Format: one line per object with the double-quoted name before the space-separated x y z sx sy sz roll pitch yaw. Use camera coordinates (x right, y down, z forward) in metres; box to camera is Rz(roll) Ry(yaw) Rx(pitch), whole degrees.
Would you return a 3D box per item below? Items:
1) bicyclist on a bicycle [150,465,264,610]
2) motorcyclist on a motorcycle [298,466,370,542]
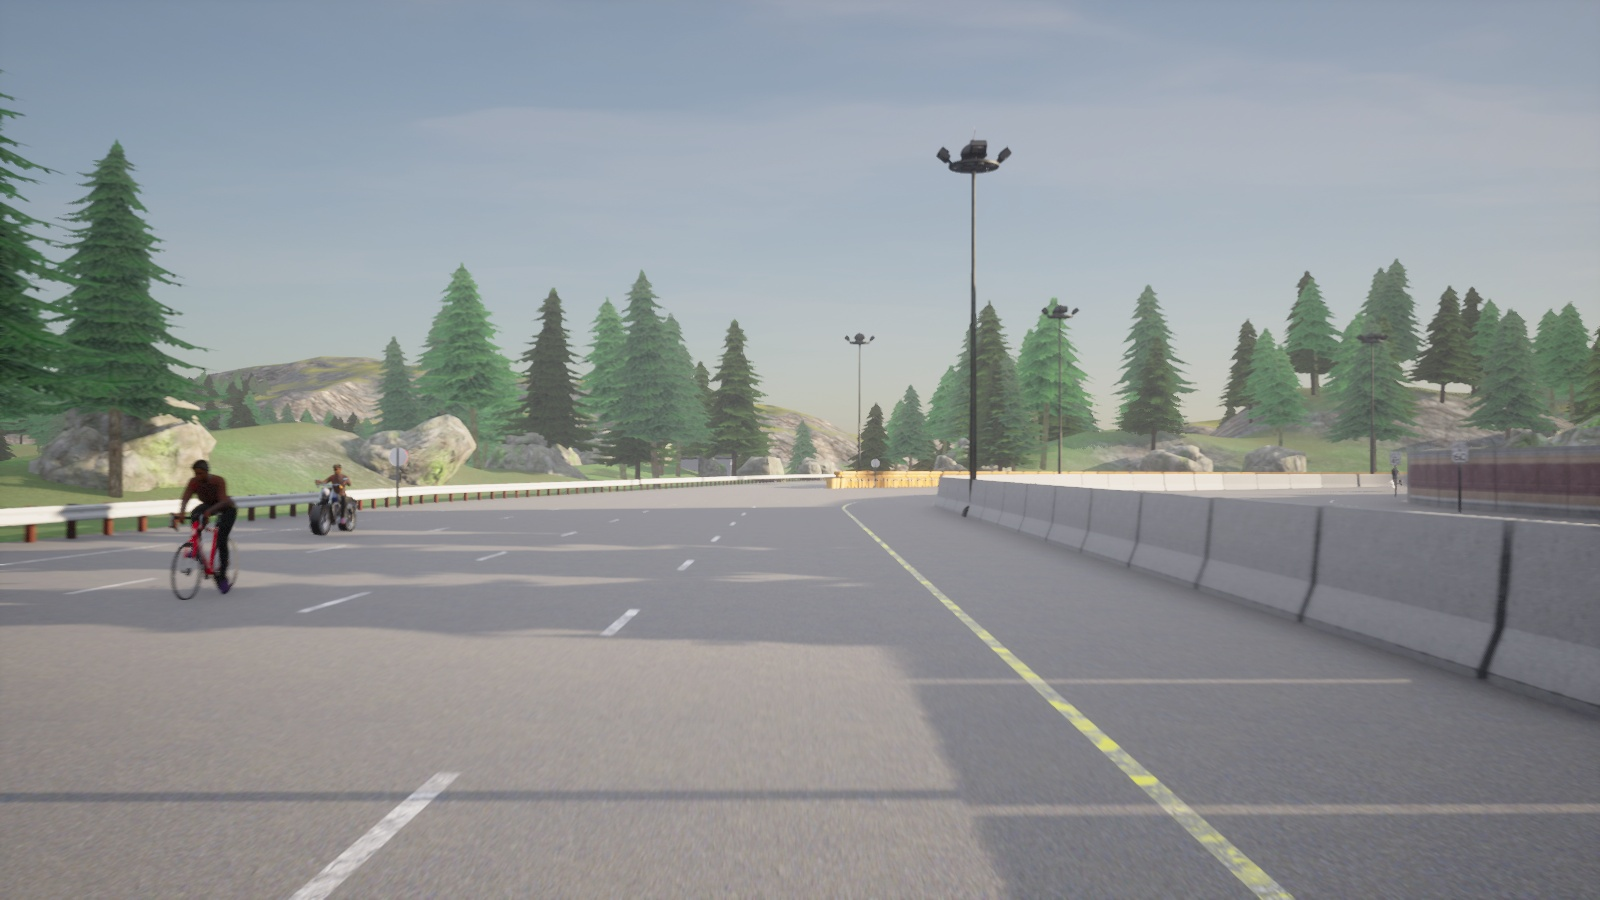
"bicyclist on a bicycle" -7.035 0.997 14.985 0.582 1.620 1.656 0 0 0
"motorcyclist on a motorcycle" -10.568 1.195 28.569 0.766 1.649 2.350 0 -1 0
